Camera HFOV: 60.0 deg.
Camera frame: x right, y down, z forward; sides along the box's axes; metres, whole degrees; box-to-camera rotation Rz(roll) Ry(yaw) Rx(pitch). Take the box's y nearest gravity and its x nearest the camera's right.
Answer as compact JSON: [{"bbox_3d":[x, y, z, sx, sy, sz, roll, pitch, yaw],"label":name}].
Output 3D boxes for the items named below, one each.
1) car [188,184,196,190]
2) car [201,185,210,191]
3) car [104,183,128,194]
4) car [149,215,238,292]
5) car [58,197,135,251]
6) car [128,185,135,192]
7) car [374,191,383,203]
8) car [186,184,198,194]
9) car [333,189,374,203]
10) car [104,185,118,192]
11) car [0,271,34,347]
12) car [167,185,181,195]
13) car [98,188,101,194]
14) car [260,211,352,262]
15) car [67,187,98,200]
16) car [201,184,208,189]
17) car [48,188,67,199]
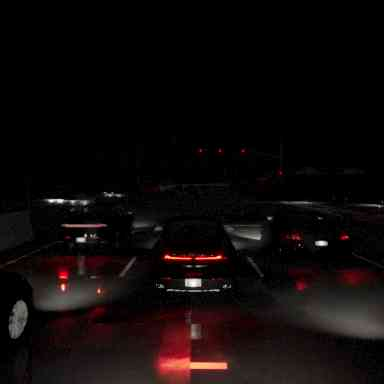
[{"bbox_3d":[-0.073,-1.373,91.896,2.033,1.411,5.357,0,2,0],"label":"car"},{"bbox_3d":[3.436,-1.092,81.069,1.882,1.535,5.008,0,2,0],"label":"car"},{"bbox_3d":[-14.098,-0.707,62.192,2.150,2.045,5.566,0,1,0],"label":"car"},{"bbox_3d":[0.051,1.338,8.512,1.837,1.490,4.892,0,2,1],"label":"car"},{"bbox_3d":[-3.427,1.190,12.711,2.128,1.511,4.902,0,2,0],"label":"car"},{"bbox_3d":[-14.058,-0.854,74.280,1.882,1.535,5.008,0,2,0],"label":"car"},{"bbox_3d":[21.347,0.595,32.578,5.357,1.411,2.033,0,2,2],"label":"car"},{"bbox_3d":[0.052,-0.385,60.927,1.837,1.490,4.892,0,2,0],"label":"car"},{"bbox_3d":[17.943,0.419,36.208,4.902,1.511,2.128,0,2,2],"label":"car"},{"bbox_3d":[-17.557,-0.738,72.196,1.812,1.442,4.674,0,2,0],"label":"car"},{"bbox_3d":[-3.407,1.475,3.326,1.837,1.490,4.892,0,1,0],"label":"car"},{"bbox_3d":[-3.446,-0.237,59.350,1.895,1.301,4.718,0,2,0],"label":"car"},{"bbox_3d":[-17.611,-0.213,58.623,1.895,1.301,4.718,0,2,0],"label":"car"},{"bbox_3d":[3.564,1.317,11.112,1.994,1.385,4.181,0,2,0],"label":"car"},{"bbox_3d":[-14.130,0.198,43.290,1.837,1.490,4.892,0,2,0],"label":"car"},{"bbox_3d":[3.428,-1.416,91.514,1.895,1.301,4.718,0,2,0],"label":"car"},{"bbox_3d":[-17.627,0.217,44.489,1.994,1.385,4.181,0,2,0],"label":"car"}]
